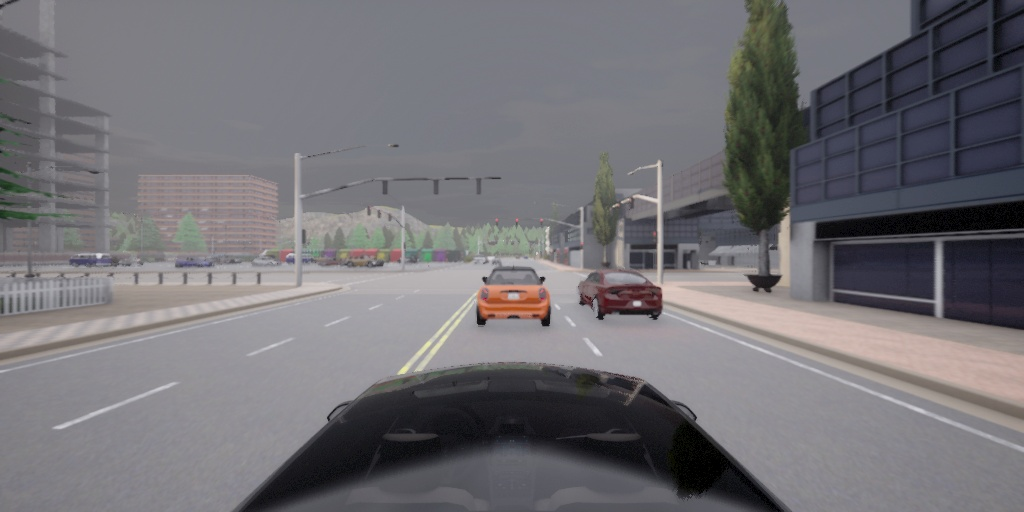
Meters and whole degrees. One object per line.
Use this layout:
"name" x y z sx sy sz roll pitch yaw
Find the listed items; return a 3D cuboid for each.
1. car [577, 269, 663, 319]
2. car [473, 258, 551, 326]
"car" 3.562 1.192 12.642 1.882 1.535 5.008 0 0 0
"car" 0.057 1.072 11.743 2.097 1.767 4.553 0 0 0
